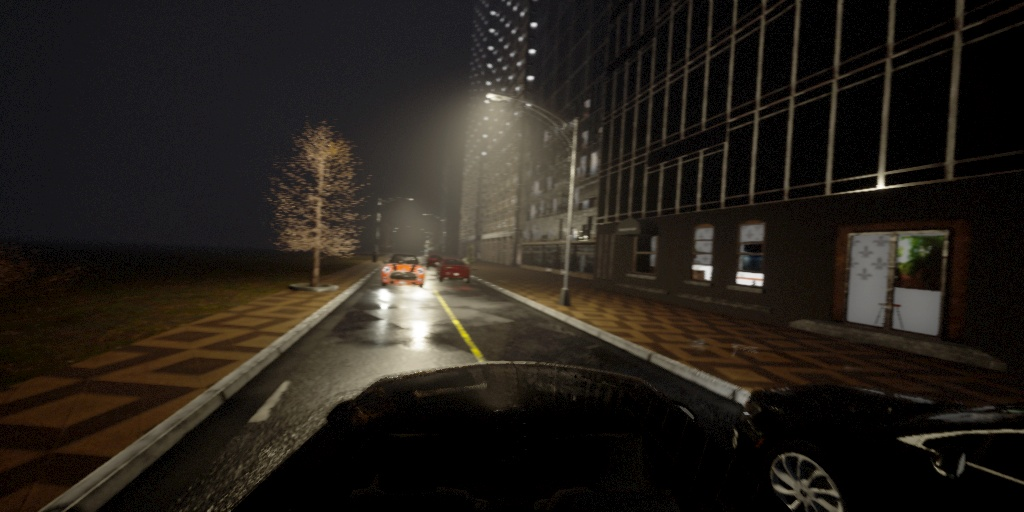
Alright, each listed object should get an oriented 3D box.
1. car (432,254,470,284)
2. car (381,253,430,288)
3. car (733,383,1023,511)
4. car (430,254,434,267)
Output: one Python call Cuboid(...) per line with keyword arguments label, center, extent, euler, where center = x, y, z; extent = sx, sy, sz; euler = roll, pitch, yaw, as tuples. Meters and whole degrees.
Cuboid(label="car", center=(-3.977, 0.885, 23.779), extent=(1.882, 1.535, 5.008), euler=(4, 0, -16))
Cuboid(label="car", center=(-5.792, 0.657, 19.264), extent=(2.097, 1.767, 4.553), euler=(4, 0, -17))
Cuboid(label="car", center=(3.502, 1.485, 1.542), extent=(1.837, 1.490, 4.892), euler=(4, 0, -17))
Cuboid(label="car", center=(-8.244, 0.552, 38.262), extent=(1.882, 1.535, 5.008), euler=(4, 1, -16))
